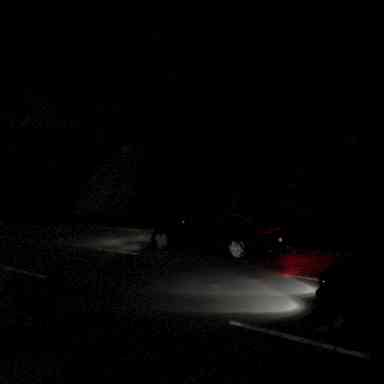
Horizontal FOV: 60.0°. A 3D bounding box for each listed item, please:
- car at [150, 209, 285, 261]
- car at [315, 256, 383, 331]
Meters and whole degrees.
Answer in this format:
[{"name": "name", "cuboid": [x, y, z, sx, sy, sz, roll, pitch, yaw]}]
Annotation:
[{"name": "car", "cuboid": [0.746, 1.362, 11.925, 5.008, 1.535, 1.882, 0, 0, 34]}, {"name": "car", "cuboid": [4.791, 1.472, 5.001, 5.357, 1.411, 2.033, 0, 1, 35]}]
